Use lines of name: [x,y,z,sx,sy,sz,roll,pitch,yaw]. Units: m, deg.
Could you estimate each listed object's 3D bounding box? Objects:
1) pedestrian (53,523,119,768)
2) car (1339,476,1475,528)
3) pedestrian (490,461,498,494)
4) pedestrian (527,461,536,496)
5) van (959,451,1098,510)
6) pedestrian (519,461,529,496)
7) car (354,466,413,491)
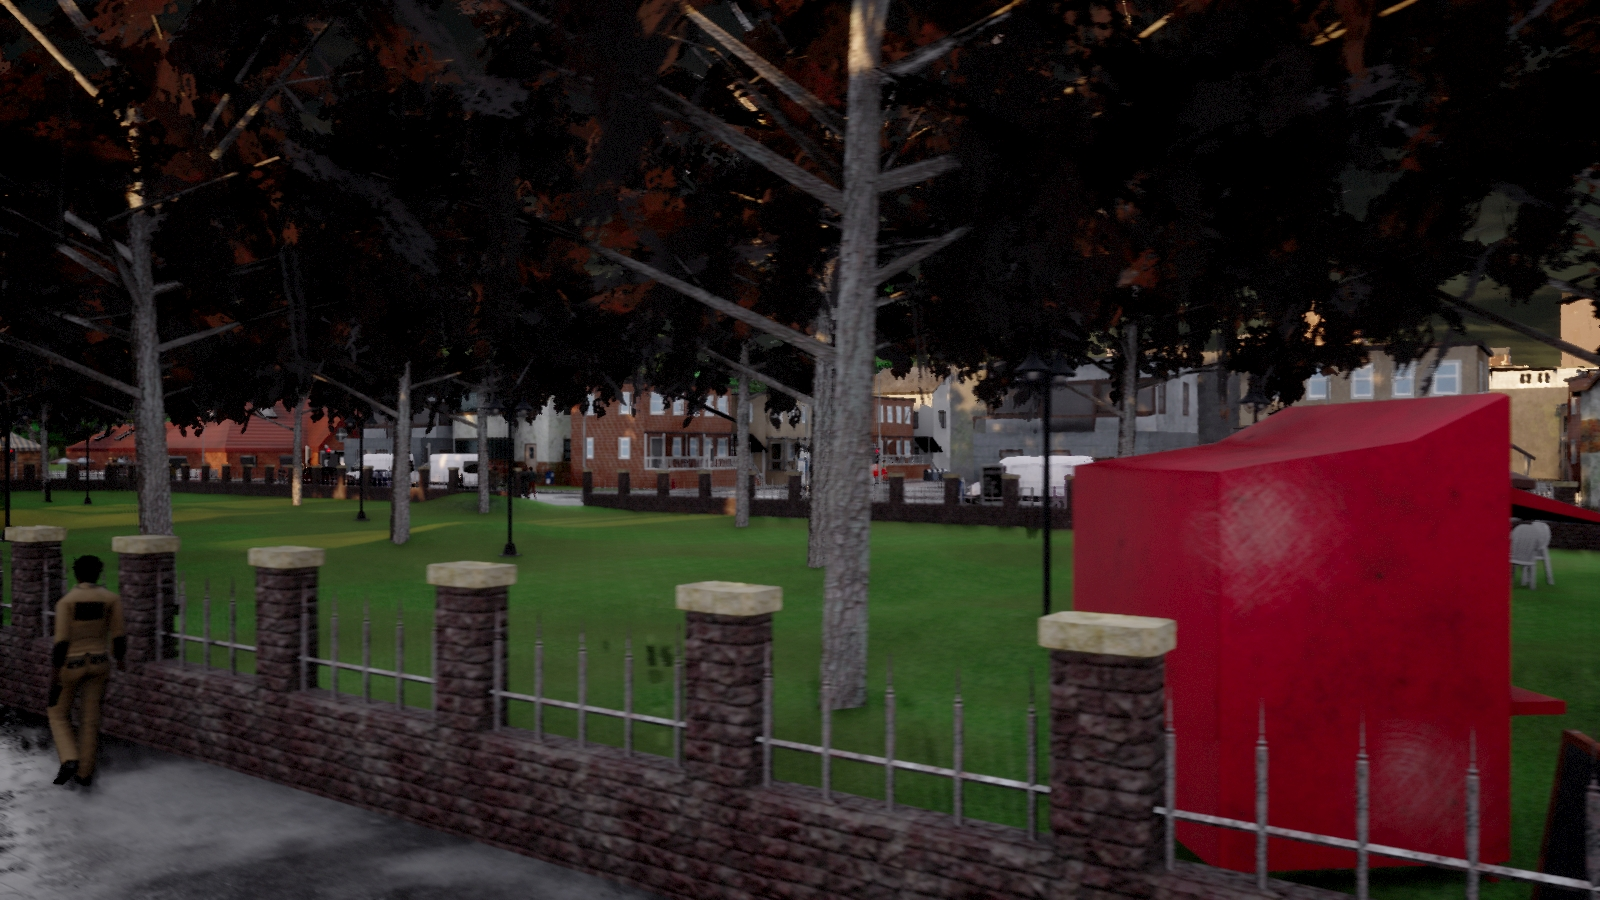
pedestrian: [-5.680,1.524,9.090,0.375,1.860,0.375,0,0,-44]
car: [21.186,1.778,39.927,3.988,1.617,1.851,0,0,35]
pedestrian: [-17.021,1.520,63.576,0.375,1.860,0.375,0,0,-27]
pedestrian: [-14.383,1.521,61.168,0.375,1.860,0.375,0,0,-39]
van: [10.394,1.312,52.183,5.915,2.561,1.988,0,0,35]
pedestrian: [-14.638,1.521,60.506,0.375,1.860,0.375,0,0,-42]
car: [-26.591,1.813,72.943,3.633,1.501,1.845,0,0,36]
